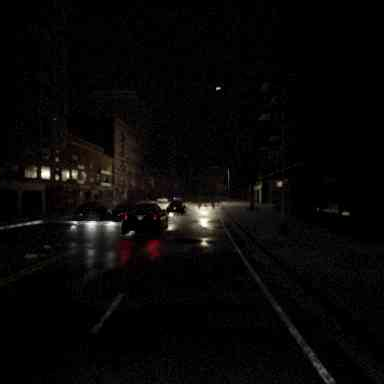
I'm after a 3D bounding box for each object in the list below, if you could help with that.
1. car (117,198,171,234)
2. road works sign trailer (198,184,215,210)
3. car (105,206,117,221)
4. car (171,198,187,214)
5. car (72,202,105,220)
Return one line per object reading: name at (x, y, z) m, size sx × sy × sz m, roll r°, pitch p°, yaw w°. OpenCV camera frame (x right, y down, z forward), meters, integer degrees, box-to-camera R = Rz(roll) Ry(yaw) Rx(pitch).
car at (-2.675, 1.438, 19.842) m, size 2.097 × 1.767 × 4.553 m, roll 0°, pitch 0°, yaw 2°
road works sign trailer at (2.103, 0.683, 48.064) m, size 2.380 × 3.560 × 2.880 m, roll 0°, pitch 0°, yaw 4°
car at (-5.684, 1.632, 28.898) m, size 1.837 × 1.490 × 4.892 m, roll 0°, pitch 0°, yaw 3°
car at (-1.705, 1.732, 37.433) m, size 1.994 × 1.385 × 4.181 m, roll 0°, pitch 0°, yaw 3°
car at (-8.905, 1.634, 29.491) m, size 1.837 × 1.490 × 4.892 m, roll 0°, pitch 0°, yaw 3°
